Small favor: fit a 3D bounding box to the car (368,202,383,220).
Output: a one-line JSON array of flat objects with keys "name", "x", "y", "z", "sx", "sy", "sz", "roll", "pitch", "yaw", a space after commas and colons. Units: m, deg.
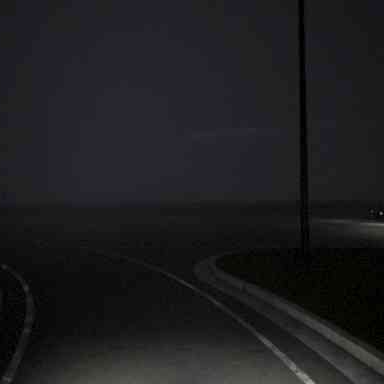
[{"name": "car", "x": 16.362, "y": 1.093, "z": 24.931, "sx": 5.566, "sy": 2.045, "sz": 2.150, "roll": -1, "pitch": 0, "yaw": 5}]
